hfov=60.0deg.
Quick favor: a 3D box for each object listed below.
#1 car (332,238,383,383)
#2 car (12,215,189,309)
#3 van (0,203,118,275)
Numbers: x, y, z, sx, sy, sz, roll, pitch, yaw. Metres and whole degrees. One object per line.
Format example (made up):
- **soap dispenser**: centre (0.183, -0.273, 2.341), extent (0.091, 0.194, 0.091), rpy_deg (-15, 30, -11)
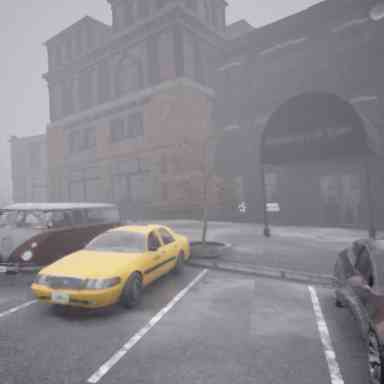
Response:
- **car**: centre (3.375, 1.529, 4.986), extent (2.163, 1.488, 4.792), rpy_deg (0, -1, 16)
- **car**: centre (-1.535, 1.516, 8.317), extent (1.946, 1.575, 5.366), rpy_deg (0, -1, 16)
- **van**: centre (-3.948, 1.313, 10.130), extent (1.878, 1.987, 4.442), rpy_deg (0, -1, 16)
